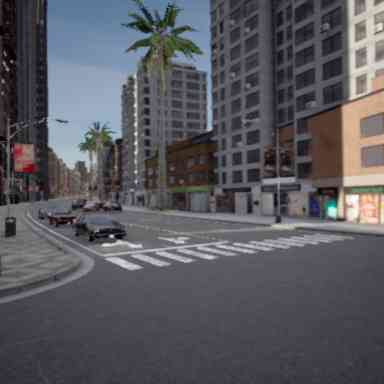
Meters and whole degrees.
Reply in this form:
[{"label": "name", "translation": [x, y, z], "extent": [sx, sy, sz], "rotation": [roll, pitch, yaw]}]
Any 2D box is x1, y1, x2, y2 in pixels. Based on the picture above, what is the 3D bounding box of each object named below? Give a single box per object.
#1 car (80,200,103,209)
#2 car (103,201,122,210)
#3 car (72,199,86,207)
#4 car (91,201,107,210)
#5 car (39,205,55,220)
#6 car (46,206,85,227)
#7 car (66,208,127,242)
[{"label": "car", "translation": [-14.904, 2.348, 49.073], "extent": [1.812, 1.442, 4.674], "rotation": [0, -1, -27]}, {"label": "car", "translation": [-12.198, 2.168, 50.914], "extent": [2.097, 1.767, 4.553], "rotation": [0, -1, -27]}, {"label": "car", "translation": [-19.458, 2.177, 57.878], "extent": [2.150, 2.045, 5.566], "rotation": [0, -1, -26]}, {"label": "car", "translation": [-16.711, 2.451, 59.663], "extent": [1.837, 1.490, 4.892], "rotation": [0, -1, -26]}, {"label": "car", "translation": [-15.648, 2.178, 36.470], "extent": [2.128, 1.511, 4.902], "rotation": [0, -1, -29]}, {"label": "car", "translation": [-10.621, 2.124, 27.662], "extent": [1.895, 1.301, 4.718], "rotation": [0, -1, -30]}, {"label": "car", "translation": [-5.473, 1.909, 19.159], "extent": [2.033, 1.411, 5.357], "rotation": [0, -1, -32]}]
